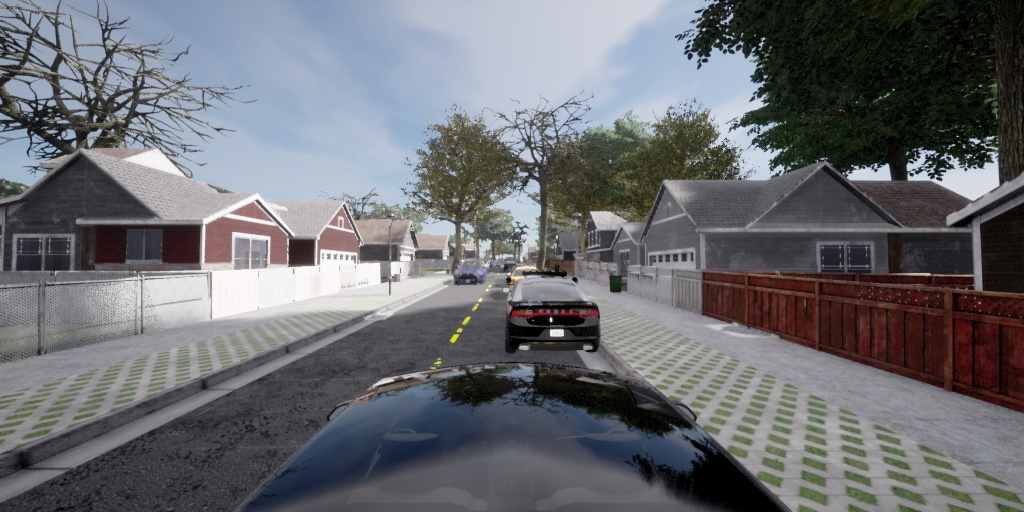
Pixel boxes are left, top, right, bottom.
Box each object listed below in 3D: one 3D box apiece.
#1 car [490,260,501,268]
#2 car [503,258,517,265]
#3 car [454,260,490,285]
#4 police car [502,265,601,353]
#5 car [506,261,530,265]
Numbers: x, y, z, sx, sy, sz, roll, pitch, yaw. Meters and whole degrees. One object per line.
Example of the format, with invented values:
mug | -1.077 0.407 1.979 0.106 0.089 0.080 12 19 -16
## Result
car | -3.040 1.436 64.467 2.128 1.511 4.902 0 0 0
car | -0.173 1.345 49.573 1.882 1.535 5.008 0 0 0
car | -2.962 1.131 26.324 2.097 1.767 4.553 0 0 0
police car | 0.795 1.181 9.025 1.930 1.638 5.238 0 0 0
car | 0.747 1.221 19.111 1.801 1.575 5.366 0 0 0
